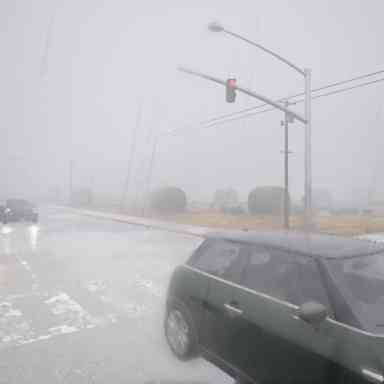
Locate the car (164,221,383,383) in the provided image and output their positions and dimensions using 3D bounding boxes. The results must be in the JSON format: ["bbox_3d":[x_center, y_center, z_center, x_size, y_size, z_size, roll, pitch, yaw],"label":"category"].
[{"bbox_3d":[1.564,1.313,3.690,2.097,1.767,4.553,0,0,-35],"label":"car"}]

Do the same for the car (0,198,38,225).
[{"bbox_3d":[-12.688,1.316,24.257,2.097,1.767,4.553,0,0,-35],"label":"car"}]
